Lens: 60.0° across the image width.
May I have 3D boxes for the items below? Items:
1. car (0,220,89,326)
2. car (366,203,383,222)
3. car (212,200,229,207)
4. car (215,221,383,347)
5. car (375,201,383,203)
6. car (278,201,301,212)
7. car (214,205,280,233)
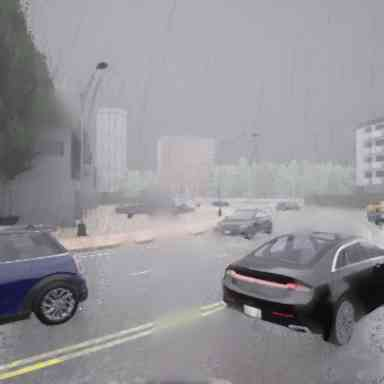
[{"bbox_3d":[-4.196,1.415,5.523,4.553,1.767,2.097,0,-1,-38],"label":"car"},{"bbox_3d":[14.307,1.747,24.682,1.895,1.301,4.718,0,0,19],"label":"car"},{"bbox_3d":[5.310,2.120,61.722,1.895,1.301,4.718,0,0,-15],"label":"car"},{"bbox_3d":[2.660,1.536,6.499,4.902,1.511,2.128,0,-1,-43],"label":"car"},{"bbox_3d":[19.910,1.682,34.596,1.882,1.535,5.008,0,0,7],"label":"car"},{"bbox_3d":[12.789,1.870,43.992,1.994,1.385,4.181,0,0,-7],"label":"car"},{"bbox_3d":[2.946,1.660,17.844,1.812,1.442,4.674,0,0,33],"label":"car"}]
